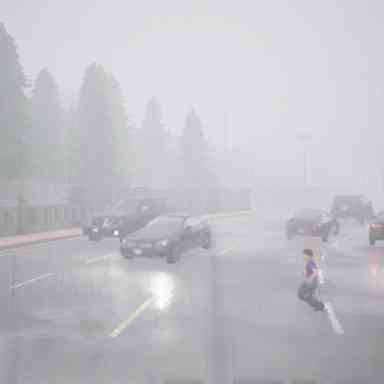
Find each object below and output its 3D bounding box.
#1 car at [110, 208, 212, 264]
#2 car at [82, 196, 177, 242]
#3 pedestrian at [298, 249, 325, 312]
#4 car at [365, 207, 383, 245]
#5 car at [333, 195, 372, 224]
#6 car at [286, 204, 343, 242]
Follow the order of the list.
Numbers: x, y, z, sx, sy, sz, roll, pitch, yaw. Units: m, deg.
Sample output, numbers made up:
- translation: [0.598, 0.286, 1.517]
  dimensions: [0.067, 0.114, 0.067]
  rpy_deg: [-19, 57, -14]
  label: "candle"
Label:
- translation: [-0.697, 1.526, 12.118]
  dimensions: [1.812, 1.442, 4.674]
  rpy_deg: [0, 0, 24]
  label: "car"
- translation: [-2.688, 1.221, 16.159]
  dimensions: [2.150, 2.045, 5.566]
  rpy_deg: [0, 0, 28]
  label: "car"
- translation: [2.224, 1.574, 6.165]
  dimensions: [0.375, 1.300, 0.375]
  rpy_deg: [0, 0, 14]
  label: "pedestrian"
- translation: [9.129, 1.526, 14.914]
  dimensions: [1.812, 1.442, 4.674]
  rpy_deg: [0, 0, 33]
  label: "car"
- translation: [12.149, 1.224, 25.167]
  dimensions: [2.150, 2.045, 5.566]
  rpy_deg: [0, 0, 36]
  label: "car"
- translation: [6.020, 1.526, 16.485]
  dimensions: [1.812, 1.442, 4.674]
  rpy_deg: [0, 0, 33]
  label: "car"
